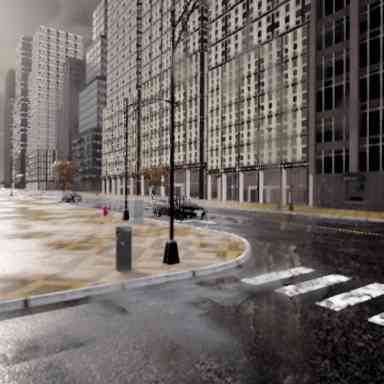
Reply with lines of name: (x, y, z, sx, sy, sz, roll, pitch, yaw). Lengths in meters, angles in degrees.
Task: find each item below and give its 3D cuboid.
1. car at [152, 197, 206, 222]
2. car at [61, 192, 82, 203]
car: (-0.953, 1.132, 22.929, 2.128, 1.511, 4.902, 1, 1, -35)
car: (-16.314, 0.698, 45.067, 2.128, 1.511, 4.902, 1, 0, -34)
